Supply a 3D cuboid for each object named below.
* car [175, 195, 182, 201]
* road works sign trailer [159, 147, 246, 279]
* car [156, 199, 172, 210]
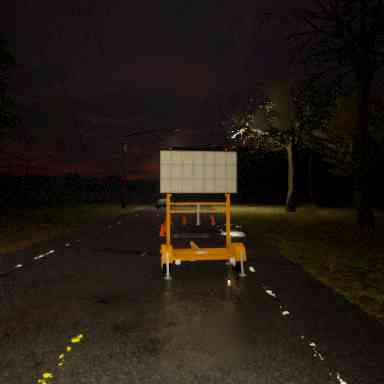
[{"bbox_3d":[-3.662,1.617,89.648,1.882,1.535,5.008,0,0,0],"label":"car"},{"bbox_3d":[0.177,0.461,10.120,2.380,3.560,2.880,0,0,-8],"label":"road works sign trailer"},{"bbox_3d":[-3.680,1.573,43.990,2.033,1.411,5.357,0,0,0],"label":"car"}]
